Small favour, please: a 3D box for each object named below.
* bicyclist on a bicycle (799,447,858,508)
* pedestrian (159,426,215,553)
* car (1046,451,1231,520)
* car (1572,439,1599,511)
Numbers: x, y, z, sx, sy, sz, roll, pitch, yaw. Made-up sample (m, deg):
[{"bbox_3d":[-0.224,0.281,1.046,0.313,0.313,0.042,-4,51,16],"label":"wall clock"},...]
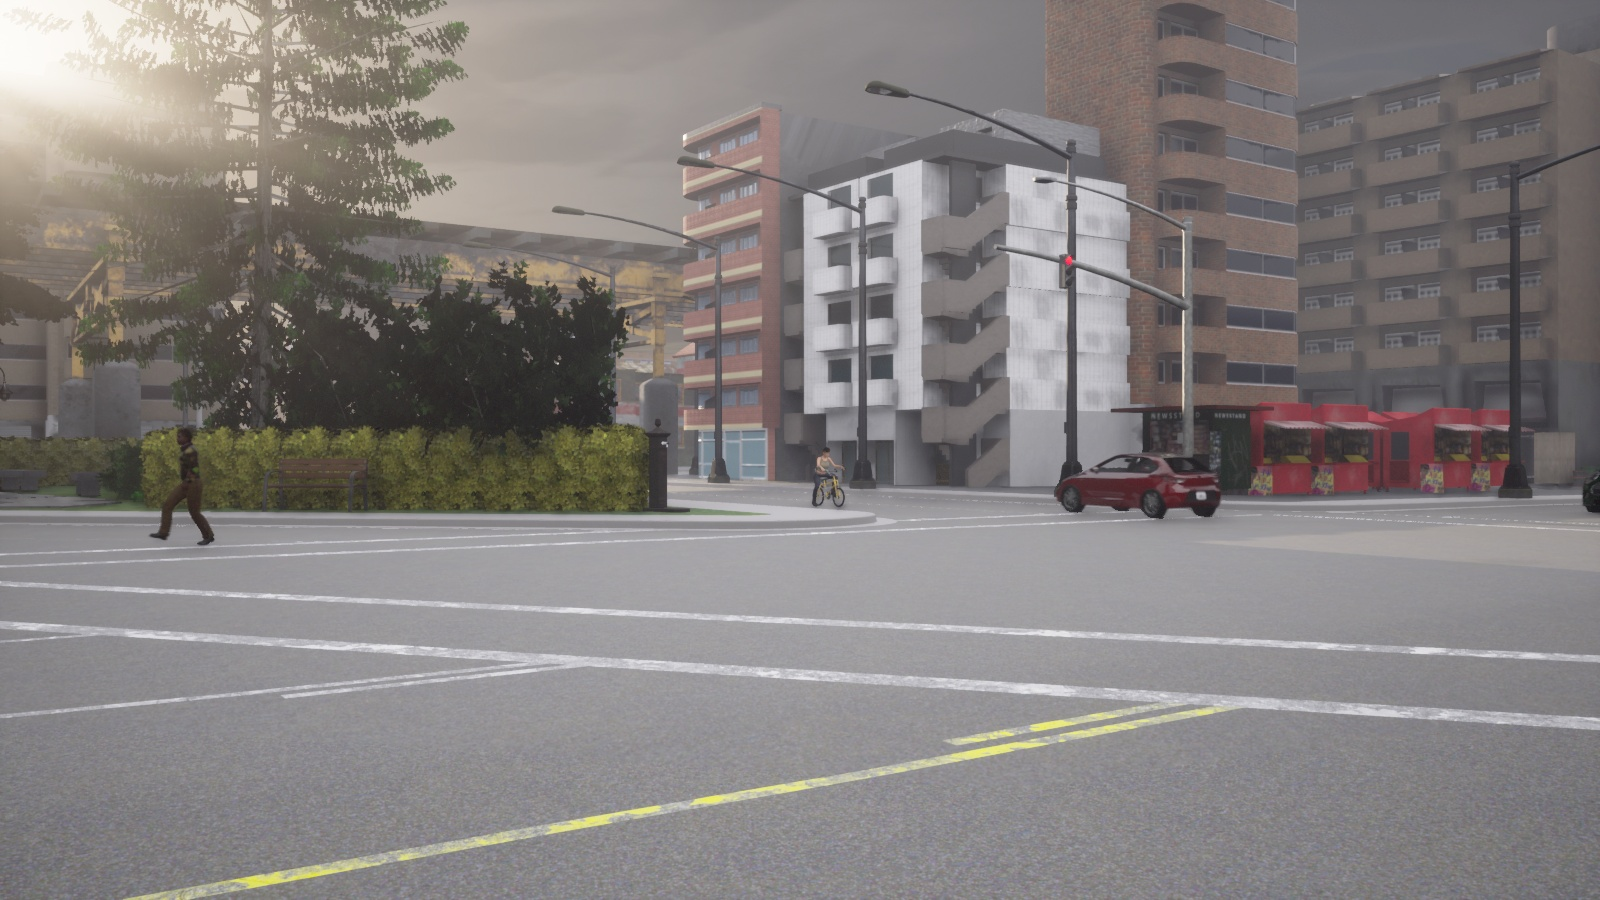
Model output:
[{"bbox_3d":[0.769,0.723,34.005,0.866,1.612,1.509,0,0,-34],"label":"bicyclist on a bicycle"},{"bbox_3d":[-9.493,0.600,19.450,0.692,1.930,0.395,0,0,-44],"label":"pedestrian"},{"bbox_3d":[7.870,0.763,29.581,1.816,1.474,4.193,0,0,-28],"label":"car"},{"bbox_3d":[21.493,0.612,31.363,4.553,1.767,2.097,0,0,-35],"label":"car"}]
